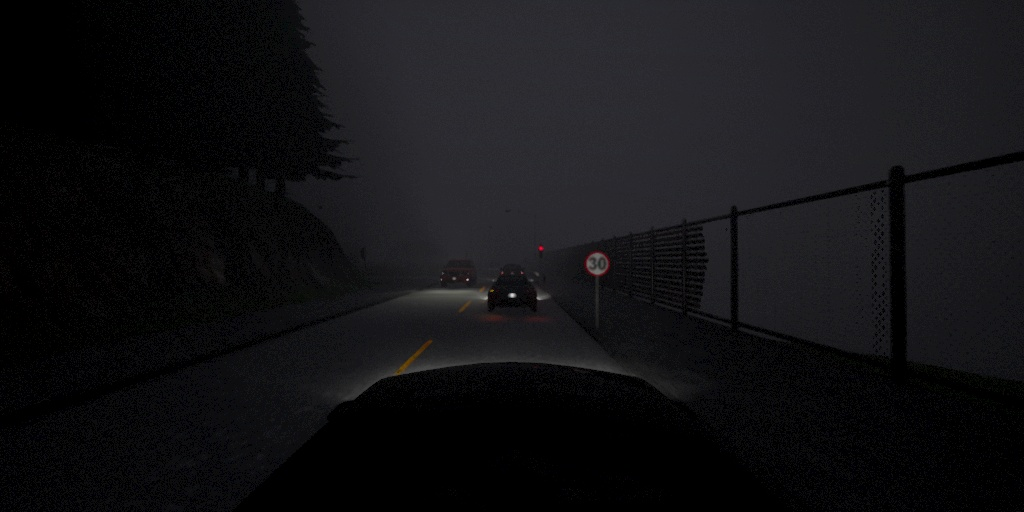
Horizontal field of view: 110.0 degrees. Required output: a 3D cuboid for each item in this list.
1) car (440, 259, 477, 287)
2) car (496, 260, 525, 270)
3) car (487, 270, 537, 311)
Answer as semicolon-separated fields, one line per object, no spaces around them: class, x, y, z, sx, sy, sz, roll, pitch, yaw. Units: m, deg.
car;-3.999;1.262;27.702;2.150;2.045;5.566;0;-1;0
car;0.033;1.415;30.254;2.097;1.767;4.553;0;-1;0
car;0.026;1.465;15.435;1.994;1.385;4.181;0;-1;0
